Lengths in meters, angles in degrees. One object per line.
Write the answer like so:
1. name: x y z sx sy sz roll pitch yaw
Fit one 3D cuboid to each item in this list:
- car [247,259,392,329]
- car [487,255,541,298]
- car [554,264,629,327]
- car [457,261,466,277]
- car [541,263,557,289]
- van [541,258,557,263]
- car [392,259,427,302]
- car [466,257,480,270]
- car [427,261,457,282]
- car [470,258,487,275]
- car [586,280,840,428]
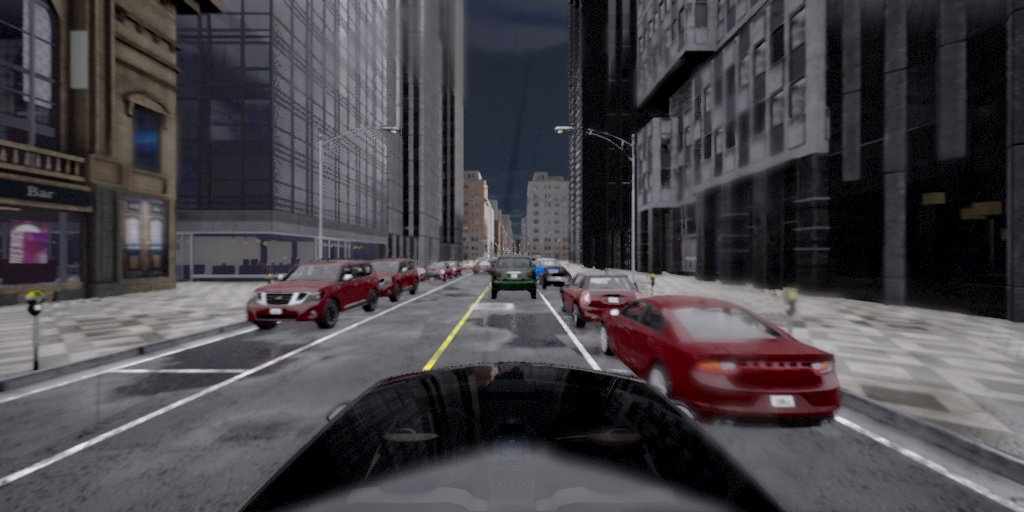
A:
1. car: -5.863 1.055 11.412 2.192 1.841 5.009 0 0 0
2. car: 0.089 0.959 18.517 2.150 2.045 5.566 0 1 0
3. car: 2.663 1.179 11.401 1.967 1.591 4.097 0 0 0
4. car: -5.872 1.172 33.968 1.967 1.591 4.097 0 0 0
5. car: 2.659 1.296 22.679 1.948 1.339 4.313 0 0 0
6. van: 2.656 1.071 28.317 1.690 1.789 3.998 0 0 0
7. car: -5.865 1.050 17.051 2.192 1.841 5.009 0 0 0
8. car: -5.882 1.277 50.680 1.751 1.417 4.829 0 0 1
9. car: -5.869 1.171 28.330 1.967 1.591 4.097 0 0 0
10. car: -3.061 1.260 38.311 1.812 1.442 4.674 0 0 1
11. car: 2.665 1.291 5.763 1.888 1.381 4.507 0 0 0
